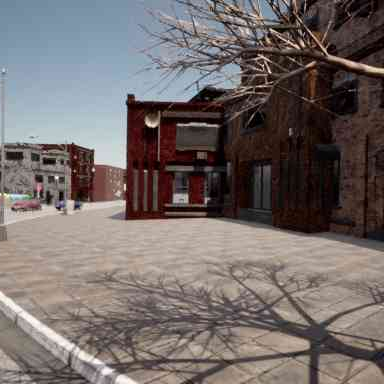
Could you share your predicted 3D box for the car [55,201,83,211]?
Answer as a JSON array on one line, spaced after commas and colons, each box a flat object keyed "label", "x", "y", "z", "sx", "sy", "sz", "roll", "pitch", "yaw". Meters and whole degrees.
[{"label": "car", "x": -16.274, "y": 1.793, "z": 44.341, "sx": 1.895, "sy": 1.301, "sz": 4.718, "roll": 1, "pitch": 0, "yaw": 3}]

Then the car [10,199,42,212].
[{"label": "car", "x": -19.991, "y": 1.622, "z": 40.339, "sx": 1.812, "sy": 1.442, "sz": 4.674, "roll": 1, "pitch": 0, "yaw": 2}]
